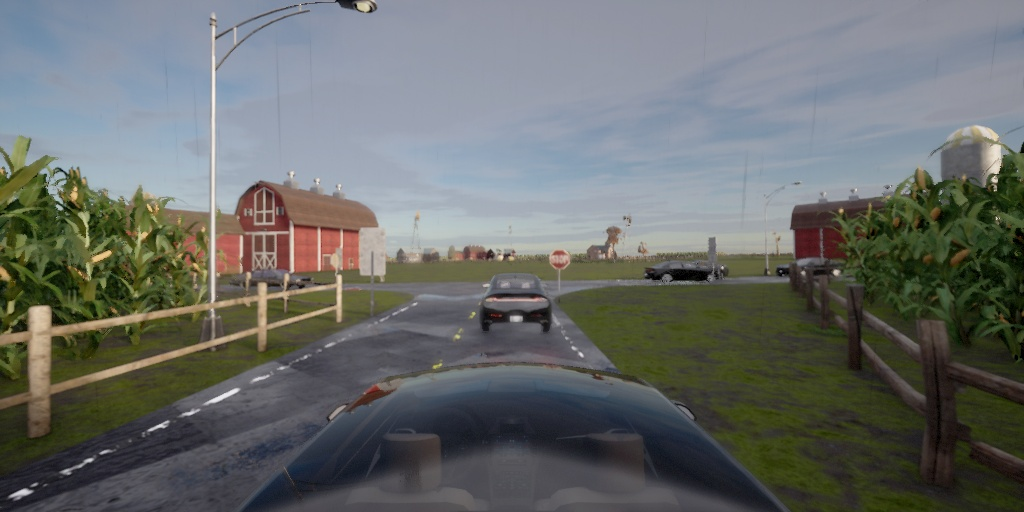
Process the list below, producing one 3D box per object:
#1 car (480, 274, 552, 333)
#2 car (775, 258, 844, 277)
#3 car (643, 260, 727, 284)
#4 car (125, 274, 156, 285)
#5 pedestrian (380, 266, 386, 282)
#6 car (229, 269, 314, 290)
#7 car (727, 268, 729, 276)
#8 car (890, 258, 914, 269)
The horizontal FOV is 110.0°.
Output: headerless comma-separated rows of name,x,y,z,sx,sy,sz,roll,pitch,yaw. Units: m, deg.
car,0.102,1.276,10.919,2.128,1.511,4.902,0,0,0
car,23.773,0.914,28.694,5.008,1.535,1.882,-1,-1,-7
car,11.648,1.083,24.742,5.008,1.535,1.882,-1,-1,-3
car,-28.818,1.808,26.818,4.674,1.442,1.812,-1,-1,9
pedestrian,-11.186,1.343,30.812,0.375,1.860,0.375,0,0,4
car,-16.939,1.626,25.361,5.357,1.411,2.033,-1,-1,6
car,14.196,1.102,27.863,4.892,1.490,1.837,-1,-1,-4
car,33.986,0.810,30.067,5.357,1.411,2.033,-1,-1,-10
